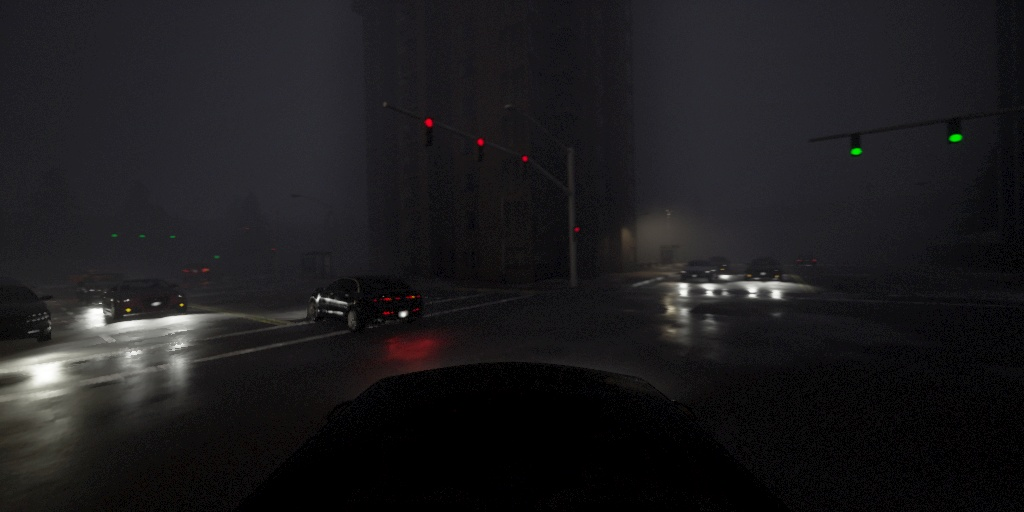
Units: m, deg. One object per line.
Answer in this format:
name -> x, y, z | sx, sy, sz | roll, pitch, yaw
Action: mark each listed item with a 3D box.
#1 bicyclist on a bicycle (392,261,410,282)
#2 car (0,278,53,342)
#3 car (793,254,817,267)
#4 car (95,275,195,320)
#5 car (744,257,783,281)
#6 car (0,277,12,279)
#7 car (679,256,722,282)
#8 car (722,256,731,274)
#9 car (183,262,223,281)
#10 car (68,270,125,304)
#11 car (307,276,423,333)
bicyclist on a bicycle -> -8.592, 1.200, 27.755 | 0.582, 1.620, 1.656 | -1, 0, 35
car -> -14.223, 1.538, 9.746 | 5.008, 1.535, 1.882 | -1, 0, 34
car -> 33.149, 0.471, 40.566 | 2.033, 1.411, 5.357 | -1, 0, 36
car -> -14.841, 1.629, 14.455 | 4.181, 1.385, 1.994 | -1, 0, 35
car -> 16.794, 0.891, 23.975 | 1.994, 1.385, 4.181 | -1, 0, 36
car -> -22.043, 1.706, 15.255 | 5.008, 1.535, 1.882 | -1, 0, 35
car -> 12.859, 0.941, 24.496 | 1.812, 1.442, 4.674 | -1, 0, 36
car -> 18.278, 0.783, 31.999 | 1.837, 1.490, 4.892 | -1, 0, 36
car -> -33.041, 1.650, 38.366 | 2.150, 2.045, 5.566 | -2, 1, -27
car -> -22.112, 1.714, 19.574 | 4.902, 1.511, 2.128 | -1, 0, 35
car -> -4.720, 1.345, 11.240 | 4.892, 1.490, 1.837 | -1, -1, 42
